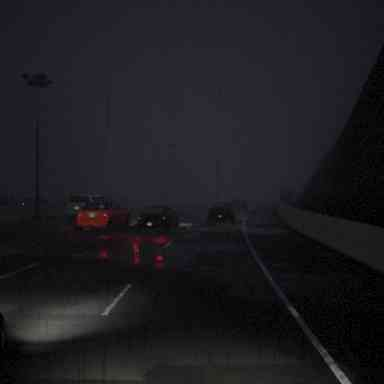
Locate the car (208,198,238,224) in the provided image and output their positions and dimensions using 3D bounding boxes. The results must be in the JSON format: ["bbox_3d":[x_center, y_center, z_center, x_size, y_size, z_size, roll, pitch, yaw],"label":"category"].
[{"bbox_3d":[2.301,1.491,25.152,1.882,1.535,5.008,0,0,9],"label":"car"}]

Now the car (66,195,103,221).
[{"bbox_3d":[-8.048,1.217,27.067,2.150,2.045,5.566,0,0,9],"label":"car"}]

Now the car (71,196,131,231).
[{"bbox_3d":[-5.384,1.350,20.889,2.097,1.767,4.553,0,0,7],"label":"car"}]

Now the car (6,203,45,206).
[{"bbox_3d":[-17.339,1.346,35.494,2.097,1.767,4.553,0,0,11],"label":"car"}]

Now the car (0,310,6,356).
[{"bbox_3d":[-3.297,1.500,2.269,1.837,1.490,4.892,0,0,1],"label":"car"}]

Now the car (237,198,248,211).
[{"bbox_3d":[5.934,1.517,41.836,2.128,1.511,4.902,0,0,15],"label":"car"}]

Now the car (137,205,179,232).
[{"bbox_3d":[-1.983,1.530,20.105,1.812,1.442,4.674,0,0,7],"label":"car"}]
